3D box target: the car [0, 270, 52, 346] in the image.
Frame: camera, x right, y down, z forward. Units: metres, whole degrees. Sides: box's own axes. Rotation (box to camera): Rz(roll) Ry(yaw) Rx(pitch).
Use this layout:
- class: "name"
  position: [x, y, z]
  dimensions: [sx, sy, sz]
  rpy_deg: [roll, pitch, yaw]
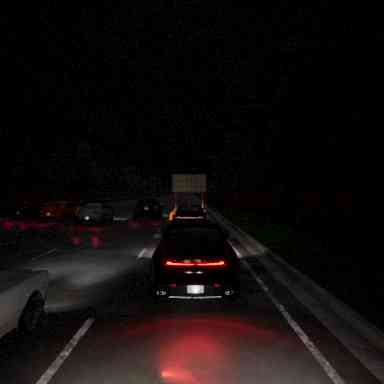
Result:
- class: "car"
  position: [-3.416, 1.600, 3.822]
  dimensions: [1.895, 1.301, 4.718]
  rpy_deg: [0, 0, 0]

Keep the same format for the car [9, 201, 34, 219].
- class: "car"
  position: [-14.136, 1.491, 29.397]
  dimensions: [2.128, 1.511, 4.902]
  rpy_deg: [0, 0, 0]

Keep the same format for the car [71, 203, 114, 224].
- class: "car"
  position: [-7.105, 1.524, 24.668]
  dimensions: [1.812, 1.442, 4.674]
  rpy_deg: [0, 0, -1]

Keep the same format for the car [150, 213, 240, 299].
- class: "car"
  position: [0.046, 1.504, 8.417]
  dimensions: [1.837, 1.490, 4.892]
  rpy_deg: [0, 0, 0]

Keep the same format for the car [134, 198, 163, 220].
- class: "car"
  position: [-3.628, 1.350, 28.441]
  dimensions: [2.097, 1.767, 4.553]
  rpy_deg: [0, 0, -1]

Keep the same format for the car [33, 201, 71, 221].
- class: "car"
  position: [-10.614, 1.476, 27.045]
  dimensions: [1.882, 1.535, 5.008]
  rpy_deg: [0, 0, -1]

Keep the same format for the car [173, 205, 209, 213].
- class: "car"
  position: [-0.073, 1.487, 18.806]
  dimensions: [2.128, 1.511, 4.902]
  rpy_deg: [0, 0, 1]

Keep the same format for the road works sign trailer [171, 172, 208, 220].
- class: "road works sign trailer"
  position: [-0.190, 0.463, 22.677]
  dimensions: [2.380, 3.560, 2.880]
  rpy_deg: [0, 0, -3]
